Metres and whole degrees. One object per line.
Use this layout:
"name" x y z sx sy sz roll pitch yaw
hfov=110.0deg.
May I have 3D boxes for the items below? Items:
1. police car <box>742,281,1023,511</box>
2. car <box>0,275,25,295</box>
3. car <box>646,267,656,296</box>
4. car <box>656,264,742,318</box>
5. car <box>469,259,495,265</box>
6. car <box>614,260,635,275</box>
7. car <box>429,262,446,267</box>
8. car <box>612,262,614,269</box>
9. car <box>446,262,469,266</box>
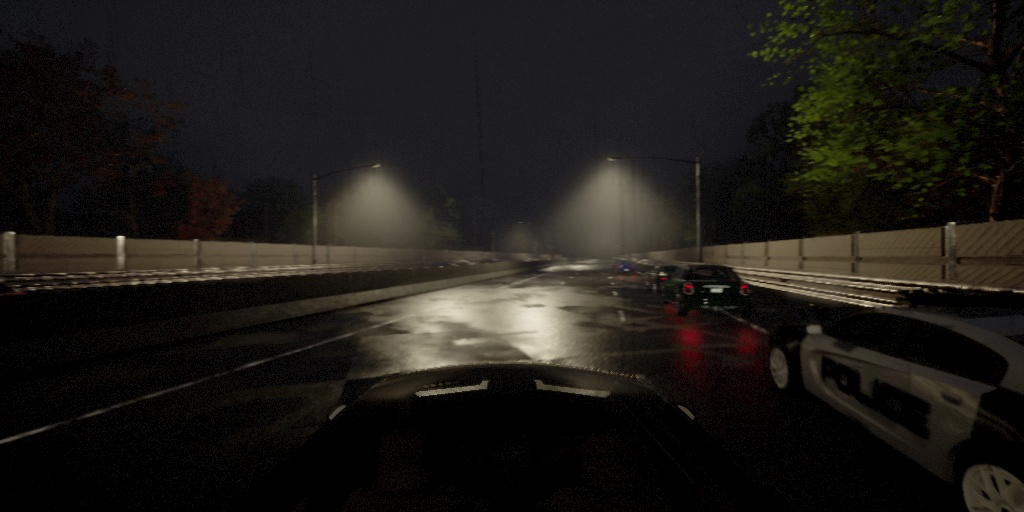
"police car" 4.385 1.145 3.527 1.930 1.638 5.238 0 0 14
"car" -13.833 1.223 7.543 2.097 1.767 4.553 0 0 14
"car" 8.305 1.233 18.927 1.837 1.490 4.892 0 0 14
"car" 6.815 1.076 13.083 2.097 1.767 4.553 0 0 14
"car" -3.544 1.248 47.760 2.097 1.767 4.553 0 0 15
"car" 12.548 1.276 39.735 1.812 1.442 4.674 0 0 15
"car" -10.096 1.516 50.384 1.994 1.385 4.181 0 0 15
"car" 16.495 1.328 55.244 1.994 1.385 4.181 0 0 15
"car" -6.824 1.488 49.032 1.994 1.385 4.181 0 0 15
